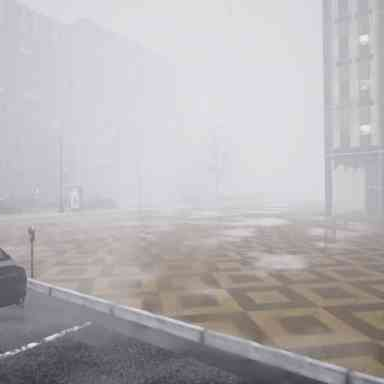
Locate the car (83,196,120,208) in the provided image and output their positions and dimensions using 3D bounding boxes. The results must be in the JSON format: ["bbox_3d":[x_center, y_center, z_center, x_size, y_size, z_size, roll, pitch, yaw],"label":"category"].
[{"bbox_3d":[-12.120,1.315,44.652,1.812,1.442,4.674,-1,0,36],"label":"car"}]

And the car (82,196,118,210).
[{"bbox_3d":[-10.272,1.182,37.307,1.967,1.590,4.097,-1,0,36],"label":"car"}]

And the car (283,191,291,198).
[{"bbox_3d":[22.149,0.927,82.076,1.802,1.307,4.206,-1,0,36],"label":"car"}]

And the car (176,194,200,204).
[{"bbox_3d":[-0.547,1.057,50.738,1.967,1.590,4.097,-1,0,36],"label":"car"}]

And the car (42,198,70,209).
[{"bbox_3d":[-17.057,1.409,42.224,1.887,1.381,4.507,0,0,36],"label":"car"}]

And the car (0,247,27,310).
[{"bbox_3d":[-4.994,1.552,6.609,4.403,1.369,2.008,0,-1,36],"label":"car"}]

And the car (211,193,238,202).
[{"bbox_3d":[5.938,1.088,59.692,2.008,1.369,4.403,-1,0,36],"label":"car"}]

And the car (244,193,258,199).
[{"bbox_3d":[15.363,1.034,86.992,1.947,1.339,4.313,-1,0,36],"label":"car"}]

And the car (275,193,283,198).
[{"bbox_3d":[18.906,0.933,77.599,2.008,1.369,4.403,-1,0,36],"label":"car"}]

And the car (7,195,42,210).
[{"bbox_3d":[-20.302,1.222,37.746,2.192,1.841,5.009,0,0,36],"label":"car"}]

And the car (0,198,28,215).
[{"bbox_3d":[-16.755,1.408,28.353,1.802,1.307,4.206,-1,0,36],"label":"car"}]

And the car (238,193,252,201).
[{"bbox_3d":[9.180,1.043,64.169,1.887,1.381,4.507,-1,0,36],"label":"car"}]

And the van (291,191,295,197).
[{"bbox_3d":[25.388,0.649,86.553,1.690,1.788,3.998,-1,0,36],"label":"van"}]

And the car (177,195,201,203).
[{"bbox_3d":[-0.540,1.275,60.456,1.895,1.301,4.718,-1,0,36],"label":"car"}]

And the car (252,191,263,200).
[{"bbox_3d":[12.423,1.041,68.645,1.802,1.307,4.206,-1,0,36],"label":"car"}]

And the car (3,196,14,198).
[{"bbox_3d":[-20.718,1.407,32.768,1.837,1.490,4.892,-1,0,36],"label":"car"}]

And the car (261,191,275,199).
[{"bbox_3d":[15.662,0.736,73.122,2.192,1.841,5.009,-1,0,36],"label":"car"}]
